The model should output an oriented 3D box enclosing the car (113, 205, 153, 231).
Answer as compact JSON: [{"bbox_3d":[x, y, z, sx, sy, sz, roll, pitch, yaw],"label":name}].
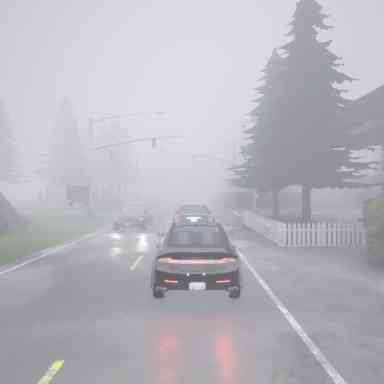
[{"bbox_3d":[-3.531,1.526,20.634,1.812,1.442,4.674,0,0,0],"label":"car"}]

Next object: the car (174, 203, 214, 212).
[{"bbox_3d":[0.088,1.352,17.613,2.097,1.767,4.553,0,0,0],"label":"car"}]

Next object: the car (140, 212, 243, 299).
[{"bbox_3d":[0.094,1.492,8.460,2.128,1.511,4.902,0,0,0],"label":"car"}]
